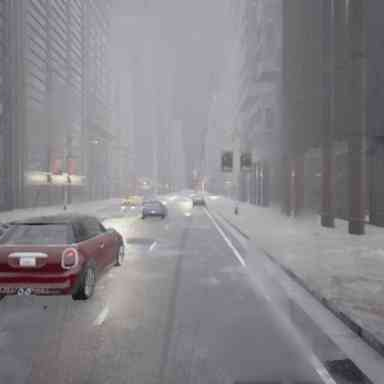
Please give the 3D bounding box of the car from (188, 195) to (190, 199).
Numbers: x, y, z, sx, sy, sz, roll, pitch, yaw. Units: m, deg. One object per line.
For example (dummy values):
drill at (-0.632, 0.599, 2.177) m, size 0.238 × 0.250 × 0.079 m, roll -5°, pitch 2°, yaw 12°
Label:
car at (0.050, 1.266, 83.021) m, size 1.812 × 1.442 × 4.674 m, roll 0°, pitch 0°, yaw 0°

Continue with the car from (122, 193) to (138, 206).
car at (-9.761, 1.438, 52.493) m, size 1.882 × 1.535 × 5.008 m, roll 0°, pitch 0°, yaw 1°

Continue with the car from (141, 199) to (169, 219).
car at (-3.133, 1.546, 28.772) m, size 1.994 × 1.385 × 4.181 m, roll 0°, pitch 0°, yaw 0°

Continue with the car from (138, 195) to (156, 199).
car at (-6.528, 1.313, 51.100) m, size 2.097 × 1.767 × 4.553 m, roll 0°, pitch 0°, yaw 1°

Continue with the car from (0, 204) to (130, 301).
car at (-3.145, 1.350, 8.500) m, size 2.097 × 1.767 × 4.553 m, roll 0°, pitch 0°, yaw 0°

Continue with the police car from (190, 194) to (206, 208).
police car at (1.003, 1.389, 47.229) m, size 1.930 × 1.638 × 5.238 m, roll 0°, pitch 0°, yaw 0°

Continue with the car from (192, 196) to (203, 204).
car at (1.012, 1.452, 63.120) m, size 1.837 × 1.490 × 4.892 m, roll 0°, pitch 0°, yaw 0°

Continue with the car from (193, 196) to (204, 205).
car at (1.008, 1.459, 57.119) m, size 1.837 × 1.490 × 4.892 m, roll 0°, pitch 0°, yaw 0°
